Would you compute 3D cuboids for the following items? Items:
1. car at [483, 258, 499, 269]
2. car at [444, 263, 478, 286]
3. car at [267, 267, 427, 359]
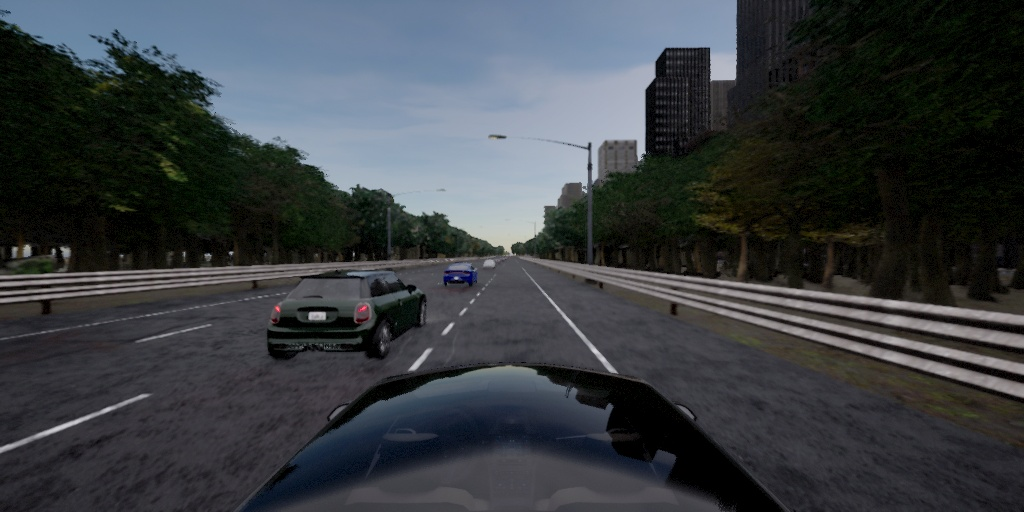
[{"bbox_3d":[-3.516,1.276,56.245,1.812,1.442,4.674,0,0,0],"label":"car"},{"bbox_3d":[-3.506,1.240,25.130,1.882,1.535,5.008,0,0,0],"label":"car"},{"bbox_3d":[-3.502,1.103,8.576,2.097,1.767,4.553,0,0,0],"label":"car"}]
